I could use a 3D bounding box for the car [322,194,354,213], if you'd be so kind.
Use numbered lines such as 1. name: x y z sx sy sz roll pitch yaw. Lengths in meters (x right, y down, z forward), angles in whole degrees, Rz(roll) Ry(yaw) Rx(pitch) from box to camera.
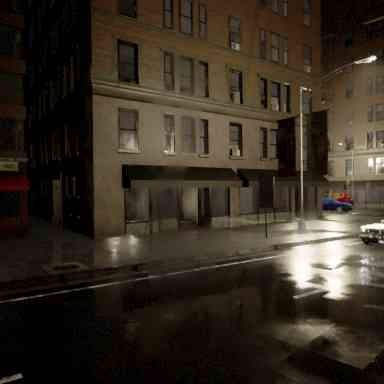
1. car: 14.417 1.346 35.270 1.882 1.535 5.008 -1 1 -44

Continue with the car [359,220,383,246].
1. car: 9.061 1.598 14.002 4.718 1.301 1.895 0 0 -35

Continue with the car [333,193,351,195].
1. car: 17.130 1.085 40.791 2.192 1.841 5.009 0 1 -44
